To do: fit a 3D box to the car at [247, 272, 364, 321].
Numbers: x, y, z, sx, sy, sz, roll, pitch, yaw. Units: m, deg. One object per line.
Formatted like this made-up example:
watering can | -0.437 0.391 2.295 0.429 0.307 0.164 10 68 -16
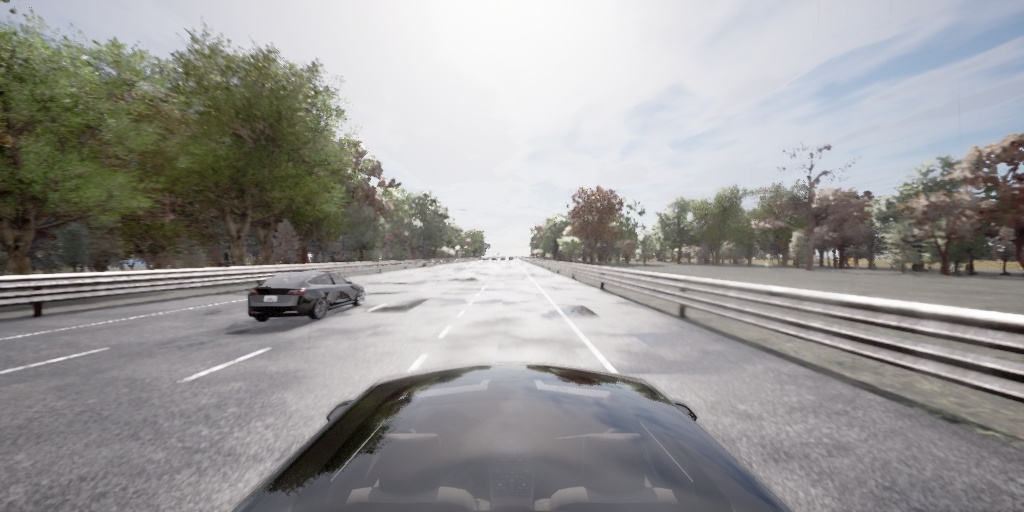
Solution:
car | -6.923 1.272 12.590 2.163 1.488 4.792 0 0 0
